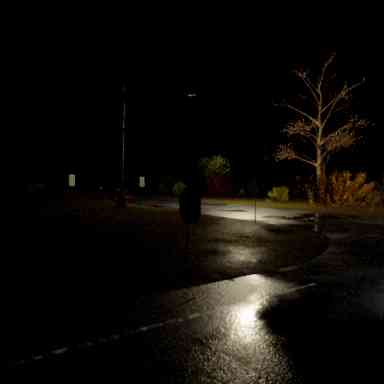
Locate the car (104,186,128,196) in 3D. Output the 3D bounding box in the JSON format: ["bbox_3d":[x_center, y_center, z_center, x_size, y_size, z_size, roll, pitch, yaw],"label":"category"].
[{"bbox_3d":[-11.652,-0.209,52.251,1.812,1.442,4.674,0,2,-35],"label":"car"}]

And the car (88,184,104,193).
[{"bbox_3d":[-17.190,-0.691,60.040,2.097,1.767,4.553,0,2,-35],"label":"car"}]
